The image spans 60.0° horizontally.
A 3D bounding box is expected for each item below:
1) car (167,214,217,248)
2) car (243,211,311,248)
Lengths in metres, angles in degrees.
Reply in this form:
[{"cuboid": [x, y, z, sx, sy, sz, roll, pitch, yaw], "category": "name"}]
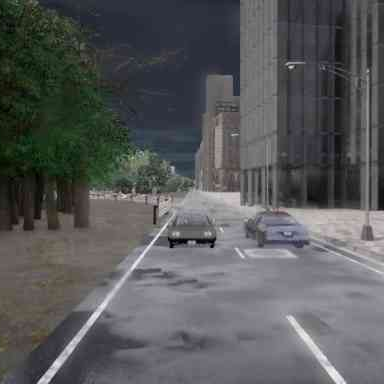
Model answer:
[{"cuboid": [0.000, 1.611, 14.682, 1.895, 1.301, 4.718, 0, 0, 0], "category": "car"}, {"cuboid": [3.500, 1.558, 14.652, 2.033, 1.411, 5.357, 0, 0, 0], "category": "car"}]
